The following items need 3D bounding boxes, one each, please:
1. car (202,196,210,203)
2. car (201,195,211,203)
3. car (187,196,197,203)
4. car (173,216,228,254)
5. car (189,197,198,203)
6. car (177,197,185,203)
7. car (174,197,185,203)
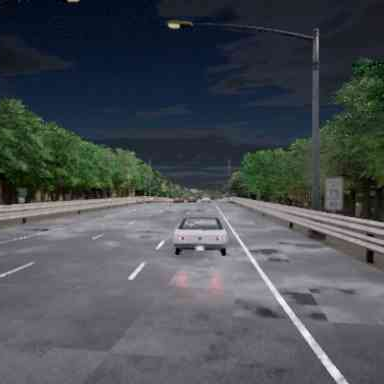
[{"bbox_3d":[3.956,2.054,92.182,2.097,1.767,4.553,0,-2,3],"label":"car"},{"bbox_3d":[3.486,1.704,81.834,2.150,2.045,5.566,0,-2,3],"label":"car"},{"bbox_3d":[0.005,1.835,82.340,2.097,1.767,4.553,0,-2,3],"label":"car"},{"bbox_3d":[0.374,1.611,13.471,1.895,1.301,4.718,0,0,3],"label":"car"},{"bbox_3d":[0.460,2.215,92.366,2.128,1.511,4.902,0,-2,3],"label":"car"},{"bbox_3d":[-3.036,2.205,92.525,1.812,1.442,4.674,0,-2,3],"label":"car"},{"bbox_3d":[-3.509,1.998,82.112,2.033,1.411,5.357,0,-2,3],"label":"car"}]
